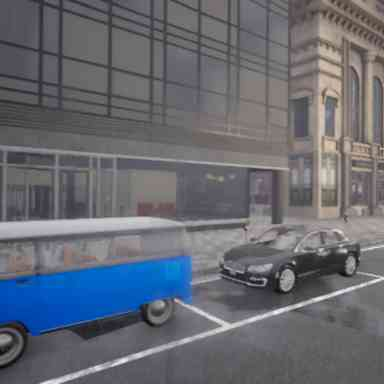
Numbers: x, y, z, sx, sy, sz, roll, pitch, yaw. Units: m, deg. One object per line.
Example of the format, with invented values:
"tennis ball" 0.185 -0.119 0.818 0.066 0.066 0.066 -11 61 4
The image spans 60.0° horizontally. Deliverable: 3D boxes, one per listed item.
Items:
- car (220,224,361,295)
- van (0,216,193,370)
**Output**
"car" 2.695 1.557 8.681 4.403 1.369 2.008 0 1 -36
"van" -1.883 1.342 5.412 3.998 1.788 1.690 0 0 -36
